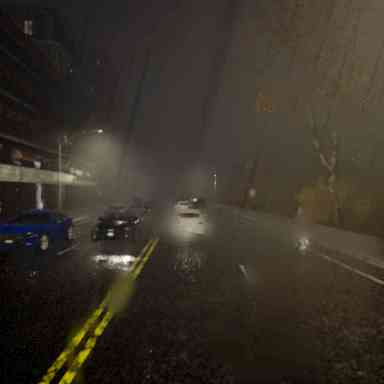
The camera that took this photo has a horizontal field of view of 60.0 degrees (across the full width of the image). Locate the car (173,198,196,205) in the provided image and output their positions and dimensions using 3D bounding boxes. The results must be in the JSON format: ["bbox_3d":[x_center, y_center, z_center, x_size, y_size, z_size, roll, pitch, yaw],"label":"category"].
[{"bbox_3d":[-0.882,1.727,35.554,1.812,1.442,4.674,0,0,-3],"label":"car"}]

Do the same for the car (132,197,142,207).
[{"bbox_3d":[-8.691,1.652,52.900,2.097,1.767,4.553,0,0,-4],"label":"car"}]

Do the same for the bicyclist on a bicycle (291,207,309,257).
[{"bbox_3d":[3.997,1.441,12.436,0.659,1.776,1.843,0,0,-1],"label":"bicyclist on a bicycle"}]

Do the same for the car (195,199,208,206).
[{"bbox_3d":[1.369,1.779,50.429,1.837,1.490,4.892,0,-1,-4],"label":"car"}]

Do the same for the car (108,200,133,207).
[{"bbox_3d":[-7.496,1.763,33.807,1.994,1.385,4.181,0,0,-3],"label":"car"}]

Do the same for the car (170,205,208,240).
[{"bbox_3d":[-0.171,1.629,17.708,1.812,1.442,4.674,0,0,-1],"label":"car"}]

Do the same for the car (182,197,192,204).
[{"bbox_3d":[-1.238,1.914,77.977,1.837,1.490,4.892,0,0,-7],"label":"car"}]

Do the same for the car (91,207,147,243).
[{"bbox_3d":[-3.593,1.663,16.512,1.994,1.385,4.181,0,0,-2],"label":"car"}]

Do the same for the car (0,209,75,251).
[{"bbox_3d":[-6.801,1.569,14.764,1.882,1.535,5.008,0,0,-1],"label":"car"}]

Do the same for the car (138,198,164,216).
[{"bbox_3d":[-4.345,1.711,35.827,1.837,1.490,4.892,0,0,-3],"label":"car"}]
